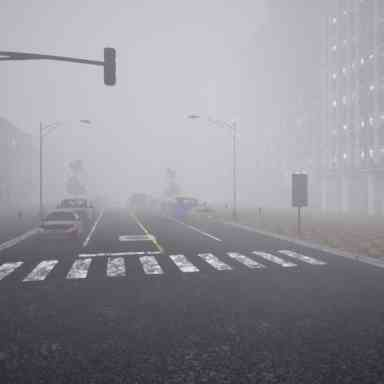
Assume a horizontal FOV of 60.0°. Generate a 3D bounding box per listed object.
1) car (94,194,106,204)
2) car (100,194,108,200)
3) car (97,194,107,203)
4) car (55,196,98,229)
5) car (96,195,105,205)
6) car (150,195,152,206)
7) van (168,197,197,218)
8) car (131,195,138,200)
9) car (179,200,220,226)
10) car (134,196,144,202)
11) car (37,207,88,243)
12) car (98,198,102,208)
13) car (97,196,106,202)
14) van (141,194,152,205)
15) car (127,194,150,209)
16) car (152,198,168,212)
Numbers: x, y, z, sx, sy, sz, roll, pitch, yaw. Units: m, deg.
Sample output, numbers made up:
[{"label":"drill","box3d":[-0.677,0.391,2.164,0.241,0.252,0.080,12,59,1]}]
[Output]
[{"label":"car","box3d":[-17.820,1.330,64.571,2.192,1.841,5.009,0,0,-13]},{"label":"car","box3d":[-24.268,1.465,91.567,1.967,1.590,4.097,0,0,-13]},{"label":"car","box3d":[-16.532,1.564,59.171,2.008,1.369,4.403,0,0,-13]},{"label":"car","box3d":[-7.504,1.319,21.377,2.192,1.841,5.009,0,0,-13]},{"label":"car","box3d":[-13.913,1.536,48.208,1.752,1.417,4.829,0,0,-13]},{"label":"car","box3d":[-5.802,1.577,50.322,1.947,1.339,4.313,0,0,-13]},{"label":"van","box3d":[-0.643,1.347,28.726,1.690,1.788,3.998,0,0,-13]},{"label":"car","box3d":[-16.157,1.551,93.681,1.752,1.417,4.829,0,0,-13]},{"label":"car","box3d":[0.605,1.530,23.491,1.752,1.417,4.829,0,0,-13]},{"label":"car","box3d":[-12.250,1.585,77.318,1.947,1.339,4.313,0,0,-13]},{"label":"car","box3d":[-6.216,1.585,15.978,1.802,1.307,4.206,0,0,-13]},{"label":"car","box3d":[-10.085,1.557,32.175,2.008,1.369,4.403,0,0,-13]},{"label":"car","box3d":[-20.361,1.544,75.204,1.752,1.417,4.829,0,0,-13]},{"label":"van","box3d":[-8.379,1.355,61.121,1.690,1.788,3.998,0,0,-13]},{"label":"car","box3d":[-7.621,1.232,46.785,2.150,2.045,5.566,0,0,-13]},{"label":"car","box3d":[-3.224,1.560,39.523,2.008,1.369,4.403,0,0,-13]}]
